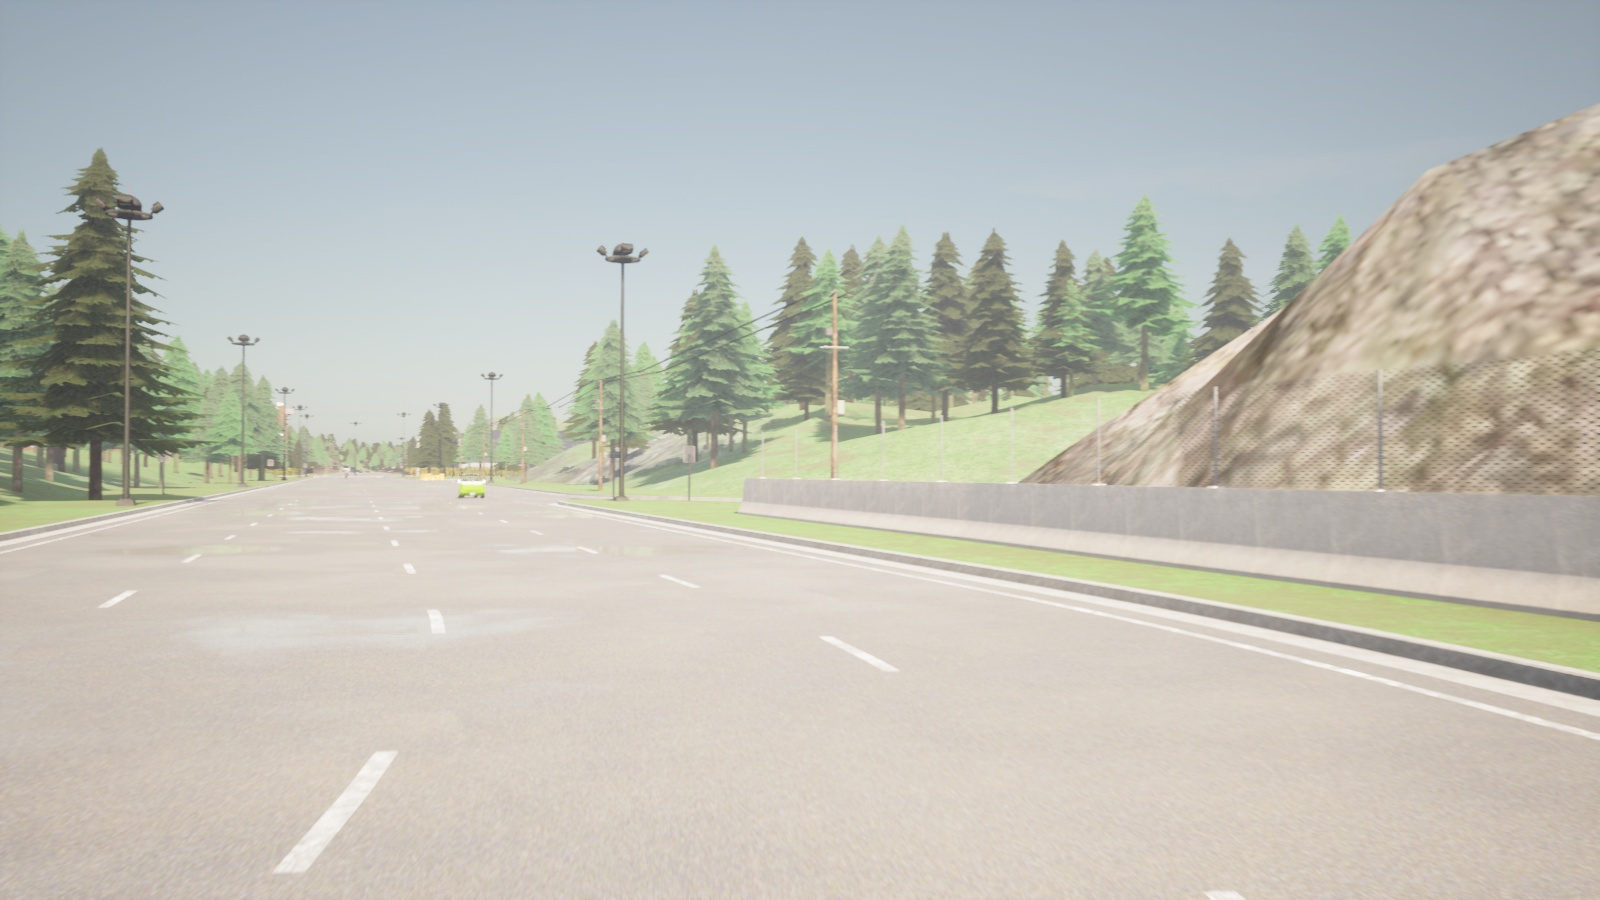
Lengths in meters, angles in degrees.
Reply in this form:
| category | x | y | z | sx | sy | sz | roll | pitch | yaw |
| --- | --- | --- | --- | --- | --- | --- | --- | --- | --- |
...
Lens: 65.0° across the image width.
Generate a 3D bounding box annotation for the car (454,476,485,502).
| category | x | y | z | sx | sy | sz | roll | pitch | yaw |
| --- | --- | --- | --- | --- | --- | --- | --- | --- | --- |
| car | -18.097 | 2.111 | 68.753 | 1.481 | 1.376 | 2.207 | 0 | -1 | -20 |
